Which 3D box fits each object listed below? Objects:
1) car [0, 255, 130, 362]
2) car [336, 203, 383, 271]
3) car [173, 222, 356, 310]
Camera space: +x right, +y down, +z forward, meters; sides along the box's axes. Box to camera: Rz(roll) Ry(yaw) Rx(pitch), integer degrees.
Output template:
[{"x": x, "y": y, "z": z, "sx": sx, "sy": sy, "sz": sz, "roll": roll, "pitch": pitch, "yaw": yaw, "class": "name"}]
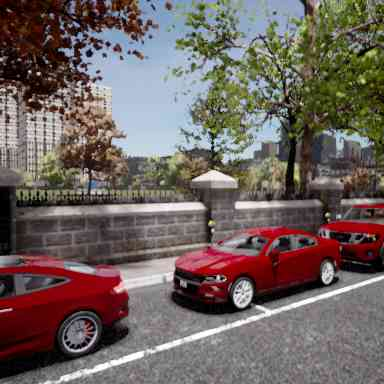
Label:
[{"x": -2.915, "y": 1.582, "z": 4.471, "sx": 4.206, "sy": 1.307, "sz": 1.802, "roll": 0, "pitch": 0, "yaw": -36, "class": "car"}, {"x": 6.228, "y": 1.297, "z": 11.046, "sx": 5.009, "sy": 1.841, "sz": 2.192, "roll": 0, "pitch": 0, "yaw": -36, "class": "car"}, {"x": 1.656, "y": 1.535, "z": 7.758, "sx": 4.507, "sy": 1.381, "sz": 1.887, "roll": 0, "pitch": 0, "yaw": -36, "class": "car"}]
